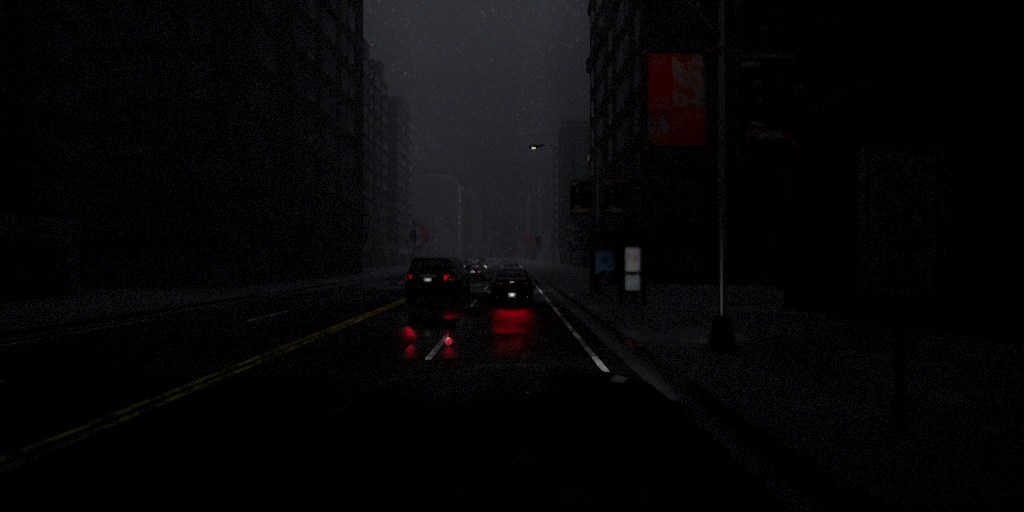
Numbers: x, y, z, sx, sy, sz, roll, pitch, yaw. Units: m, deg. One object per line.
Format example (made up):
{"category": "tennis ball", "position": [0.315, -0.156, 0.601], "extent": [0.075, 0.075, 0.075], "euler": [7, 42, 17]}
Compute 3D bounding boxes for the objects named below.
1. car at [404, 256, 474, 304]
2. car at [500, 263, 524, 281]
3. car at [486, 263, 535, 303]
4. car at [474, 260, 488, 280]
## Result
{"category": "car", "position": [-3.249, 1.010, 16.530], "extent": [2.150, 2.045, 5.566], "euler": [0, 0, 0]}
{"category": "car", "position": [0.000, 1.330, 31.500], "extent": [1.994, 1.385, 4.181], "euler": [0, 0, 0]}
{"category": "car", "position": [0.001, 1.269, 16.500], "extent": [1.837, 1.490, 4.892], "euler": [0, 0, 0]}
{"category": "car", "position": [-3.250, 1.321, 31.500], "extent": [2.033, 1.411, 5.357], "euler": [0, 0, 0]}
